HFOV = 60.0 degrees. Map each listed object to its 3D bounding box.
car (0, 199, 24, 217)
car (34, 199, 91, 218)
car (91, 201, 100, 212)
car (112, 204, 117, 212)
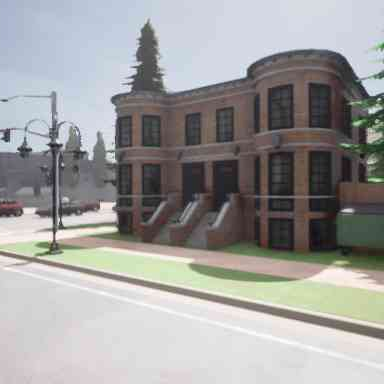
[{"bbox_3d":[-17.995,1.479,30.394,2.097,1.767,4.553,0,0,35],"label":"car"},{"bbox_3d":[-12.607,1.619,32.005,1.837,1.490,4.892,0,0,34],"label":"car"},{"bbox_3d":[-12.780,1.606,38.000,1.882,1.535,5.008,0,0,33],"label":"car"},{"bbox_3d":[-7.508,1.594,39.953,1.882,1.535,5.008,0,0,28],"label":"car"}]
